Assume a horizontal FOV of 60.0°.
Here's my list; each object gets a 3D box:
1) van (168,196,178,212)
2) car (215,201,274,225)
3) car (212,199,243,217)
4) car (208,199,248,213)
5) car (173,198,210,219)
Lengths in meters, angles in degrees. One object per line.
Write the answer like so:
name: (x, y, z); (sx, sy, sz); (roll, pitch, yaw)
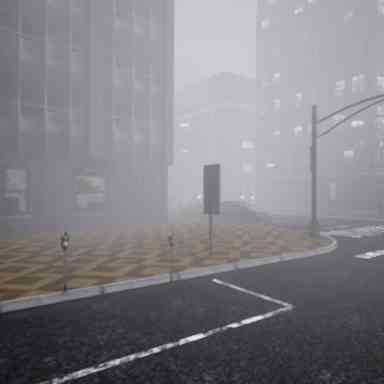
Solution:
van: (-2.707, 1.276, 33.003); (1.690, 1.788, 3.998); (0, 0, -36)
car: (3.890, 1.537, 23.796); (1.802, 1.307, 4.206); (1, 0, -36)
car: (4.092, 1.466, 27.958); (1.837, 1.490, 4.892); (0, 0, -36)
car: (4.004, 1.504, 38.022); (1.752, 1.417, 4.829); (0, 0, -36)
car: (0.691, 1.470, 28.260); (1.752, 1.417, 4.829); (1, 0, -36)
